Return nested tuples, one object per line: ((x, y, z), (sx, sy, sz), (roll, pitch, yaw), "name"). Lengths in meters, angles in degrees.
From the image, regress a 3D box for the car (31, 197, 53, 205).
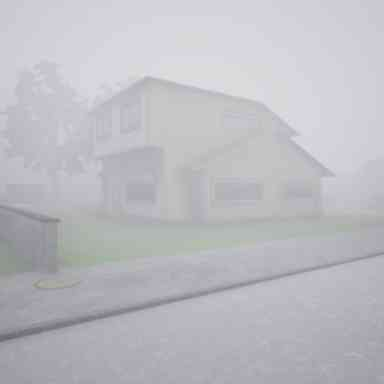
((-25.361, 1.569, 57.081), (4.181, 1.385, 1.994), (0, 0, -35), "car")
